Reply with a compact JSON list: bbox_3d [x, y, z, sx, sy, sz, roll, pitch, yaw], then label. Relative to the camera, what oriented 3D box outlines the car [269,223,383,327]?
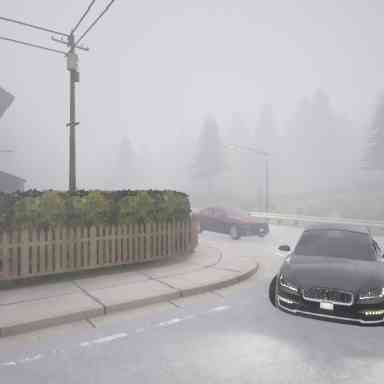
[{"bbox_3d":[3.159,1.505,7.298,1.837,1.490,4.892,0,0,27],"label":"car"}]

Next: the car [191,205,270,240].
[{"bbox_3d":[1.861,1.478,17.434,1.882,1.535,5.008,0,0,-33],"label":"car"}]
